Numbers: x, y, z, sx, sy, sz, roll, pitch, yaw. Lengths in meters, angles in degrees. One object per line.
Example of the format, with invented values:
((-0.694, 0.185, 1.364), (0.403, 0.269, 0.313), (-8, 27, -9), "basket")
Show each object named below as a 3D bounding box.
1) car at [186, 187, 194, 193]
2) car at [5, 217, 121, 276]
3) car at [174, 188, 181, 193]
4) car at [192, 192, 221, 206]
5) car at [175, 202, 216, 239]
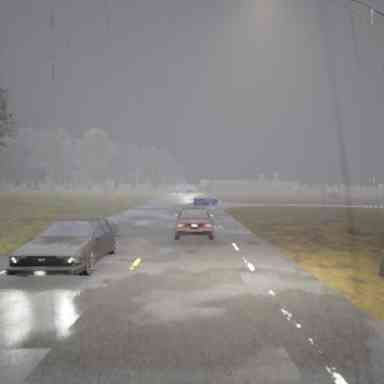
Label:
((-0.620, -0.630, 95.332), (2.097, 1.767, 4.553), (0, 2, -1), "car")
((-3.599, 1.523, 10.526), (2.033, 1.411, 5.357), (0, 0, 0), "car")
((-4.112, -0.487, 94.522), (1.882, 1.535, 5.008), (0, 2, -1), "car")
((1.917, 1.033, 40.569), (1.882, 1.535, 5.008), (-1, 1, 25), "car")
((0.104, 1.478, 16.918), (2.033, 1.411, 5.357), (0, 1, 0), "car")
